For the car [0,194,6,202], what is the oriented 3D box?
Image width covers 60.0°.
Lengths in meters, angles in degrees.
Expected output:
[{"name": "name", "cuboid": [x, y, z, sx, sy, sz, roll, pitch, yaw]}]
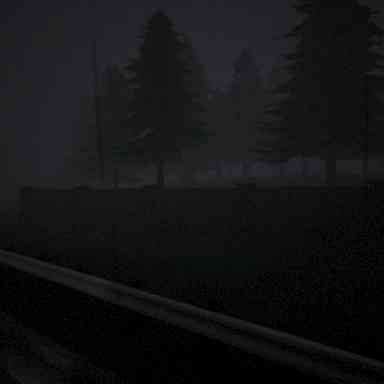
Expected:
[{"name": "car", "cuboid": [-46.886, 1.672, 79.607, 2.097, 1.767, 4.553, 0, 0, -19]}]

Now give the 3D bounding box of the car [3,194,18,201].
[{"name": "car", "cuboid": [-43.723, 1.864, 81.171, 2.033, 1.411, 5.357, 0, 0, -19]}]
